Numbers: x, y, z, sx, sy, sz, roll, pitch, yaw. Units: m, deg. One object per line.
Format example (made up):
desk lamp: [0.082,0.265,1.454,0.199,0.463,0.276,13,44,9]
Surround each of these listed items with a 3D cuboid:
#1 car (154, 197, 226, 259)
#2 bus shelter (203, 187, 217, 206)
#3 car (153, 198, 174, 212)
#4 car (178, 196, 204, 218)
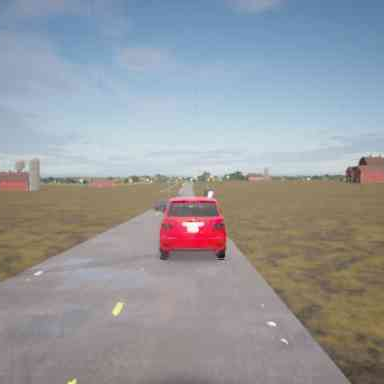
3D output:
car: [0.012,1.177,12.550,2.150,2.045,5.566,0,0,0]
bus shelter: [2.844,0.677,54.204,1.920,2.740,3.880,2,2,0]
car: [-3.071,1.427,37.074,1.994,1.385,4.181,0,0,0]
car: [-0.088,1.243,29.283,2.097,1.767,4.553,0,0,0]
